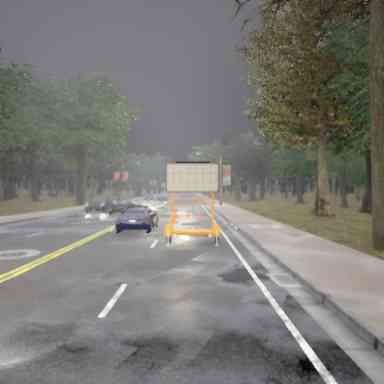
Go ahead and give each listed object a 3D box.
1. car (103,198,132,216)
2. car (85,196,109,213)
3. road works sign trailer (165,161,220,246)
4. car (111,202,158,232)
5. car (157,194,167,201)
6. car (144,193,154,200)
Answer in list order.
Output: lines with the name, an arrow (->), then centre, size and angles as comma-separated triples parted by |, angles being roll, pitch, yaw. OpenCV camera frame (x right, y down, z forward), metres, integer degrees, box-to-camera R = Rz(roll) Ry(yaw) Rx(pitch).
car -> -6.581, 1.443, 31.901 | 2.033, 1.411, 5.357 | 0, 0, 0
car -> -9.833, 1.235, 35.484 | 2.097, 1.767, 4.553 | 0, 0, 0
road works sign trailer -> 0.023, 0.415, 15.016 | 2.380, 3.560, 2.880 | 0, 0, 0
car -> -3.128, 1.500, 19.466 | 1.994, 1.385, 4.181 | 0, 0, 0
car -> -6.613, 1.202, 73.615 | 1.882, 1.535, 5.008 | 0, 0, 0
car -> -9.880, 1.120, 76.925 | 1.837, 1.490, 4.892 | 0, 0, 0
